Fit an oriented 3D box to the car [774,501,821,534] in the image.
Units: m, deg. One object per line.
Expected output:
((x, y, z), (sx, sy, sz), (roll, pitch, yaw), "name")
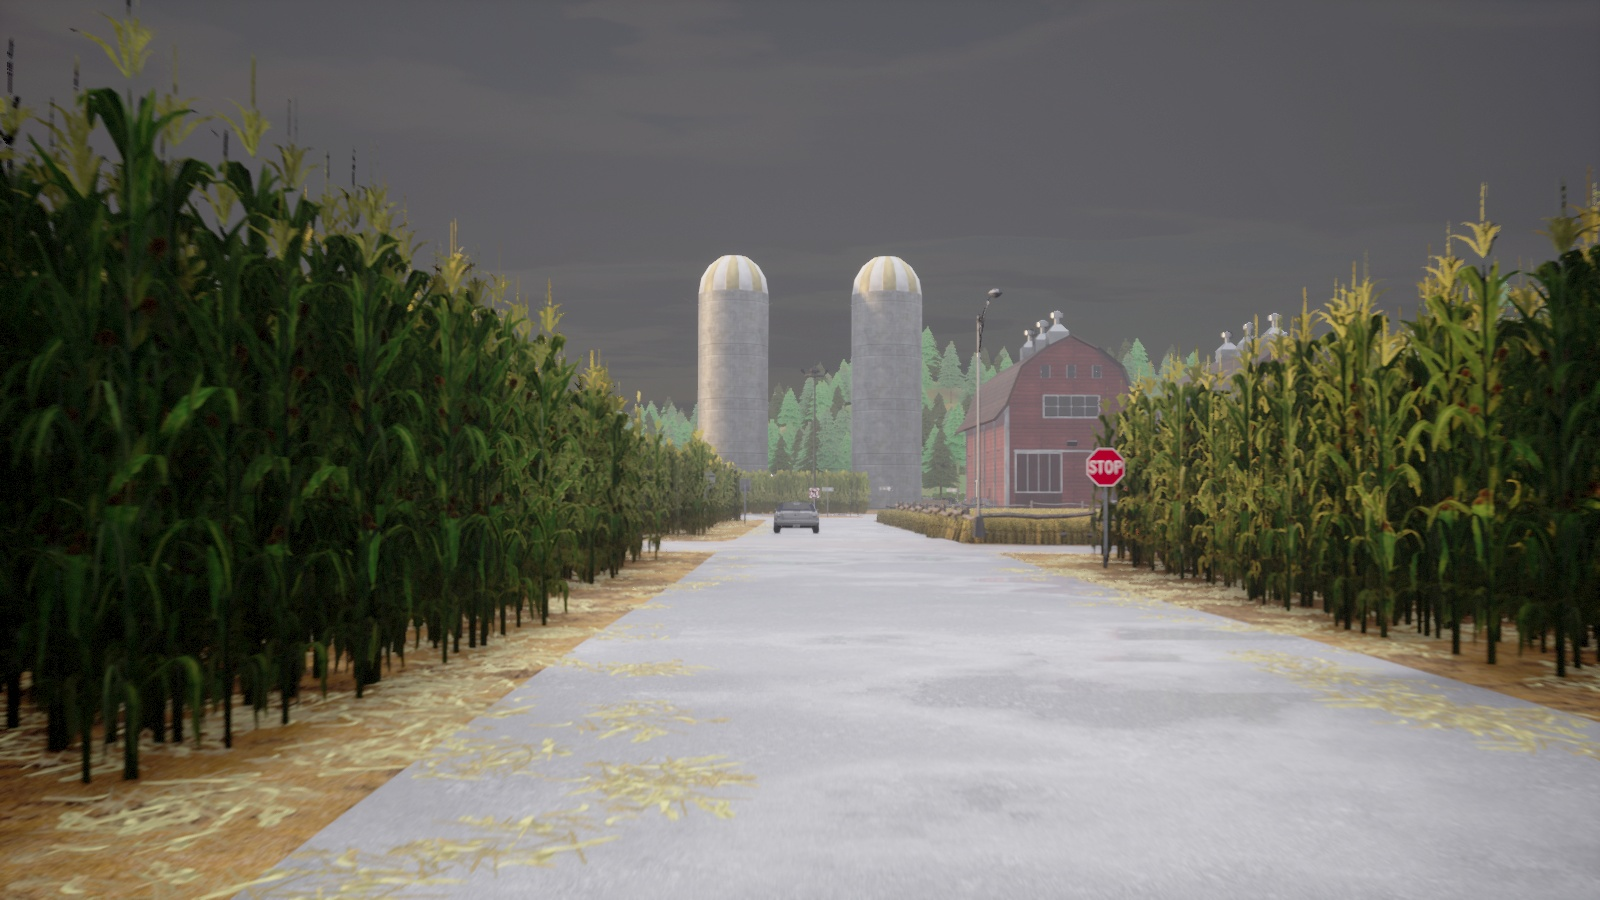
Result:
((-0.125, 2.840, 53.162), (1.895, 1.301, 4.718), (0, -3, 0), "car")
